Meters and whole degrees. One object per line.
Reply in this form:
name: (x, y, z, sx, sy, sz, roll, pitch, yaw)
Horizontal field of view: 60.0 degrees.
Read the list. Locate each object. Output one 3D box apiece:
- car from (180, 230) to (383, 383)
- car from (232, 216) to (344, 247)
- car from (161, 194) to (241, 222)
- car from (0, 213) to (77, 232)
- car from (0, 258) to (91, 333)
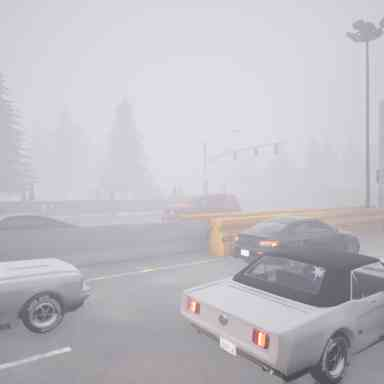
car: (2.253, 1.576, 5.335, 4.718, 1.301, 1.895, -1, 0, -35)
car: (3.321, 1.473, 10.375, 4.674, 1.442, 1.812, -1, 0, -35)
car: (0.703, 1.136, 21.590, 5.566, 2.045, 2.150, 0, 0, -35)
car: (-6.557, 1.522, 12.187, 4.674, 1.442, 1.812, 0, 0, -35)
car: (-4.100, 1.601, 5.121, 4.718, 1.301, 1.895, 0, 0, -35)
